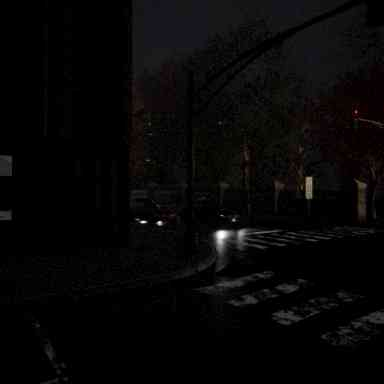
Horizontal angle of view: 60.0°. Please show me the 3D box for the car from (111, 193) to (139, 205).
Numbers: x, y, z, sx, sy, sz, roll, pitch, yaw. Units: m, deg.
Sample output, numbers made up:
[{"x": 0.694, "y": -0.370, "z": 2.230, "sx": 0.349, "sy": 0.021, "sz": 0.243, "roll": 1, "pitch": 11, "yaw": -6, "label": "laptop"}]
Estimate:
[{"x": -8.866, "y": 0.864, "z": 43.817, "sx": 2.008, "sy": 1.369, "sz": 4.403, "roll": 1, "pitch": 0, "yaw": -36, "label": "car"}]

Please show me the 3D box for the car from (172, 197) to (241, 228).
[{"x": 0.967, "y": 1.255, "z": 20.448, "sx": 1.812, "sy": 1.442, "sz": 4.674, "roll": 0, "pitch": 1, "yaw": -36, "label": "car"}]

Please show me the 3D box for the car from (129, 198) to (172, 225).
[{"x": -2.612, "y": 1.257, "z": 20.983, "sx": 1.802, "sy": 1.307, "sz": 4.206, "roll": 2, "pitch": 0, "yaw": -36, "label": "car"}]

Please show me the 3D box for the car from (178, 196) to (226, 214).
[{"x": 0.809, "y": 1.129, "z": 30.524, "sx": 1.752, "sy": 1.417, "sz": 4.829, "roll": 1, "pitch": 0, "yaw": -36, "label": "car"}]

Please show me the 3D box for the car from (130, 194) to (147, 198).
[{"x": -4.394, "y": 1.093, "z": 27.820, "sx": 1.812, "sy": 1.442, "sz": 4.674, "roll": 0, "pitch": 1, "yaw": -36, "label": "car"}]

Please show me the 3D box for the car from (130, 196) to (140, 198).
[{"x": -5.870, "y": 1.158, "z": 25.459, "sx": 1.802, "sy": 1.307, "sz": 4.206, "roll": 2, "pitch": 0, "yaw": -36, "label": "car"}]
